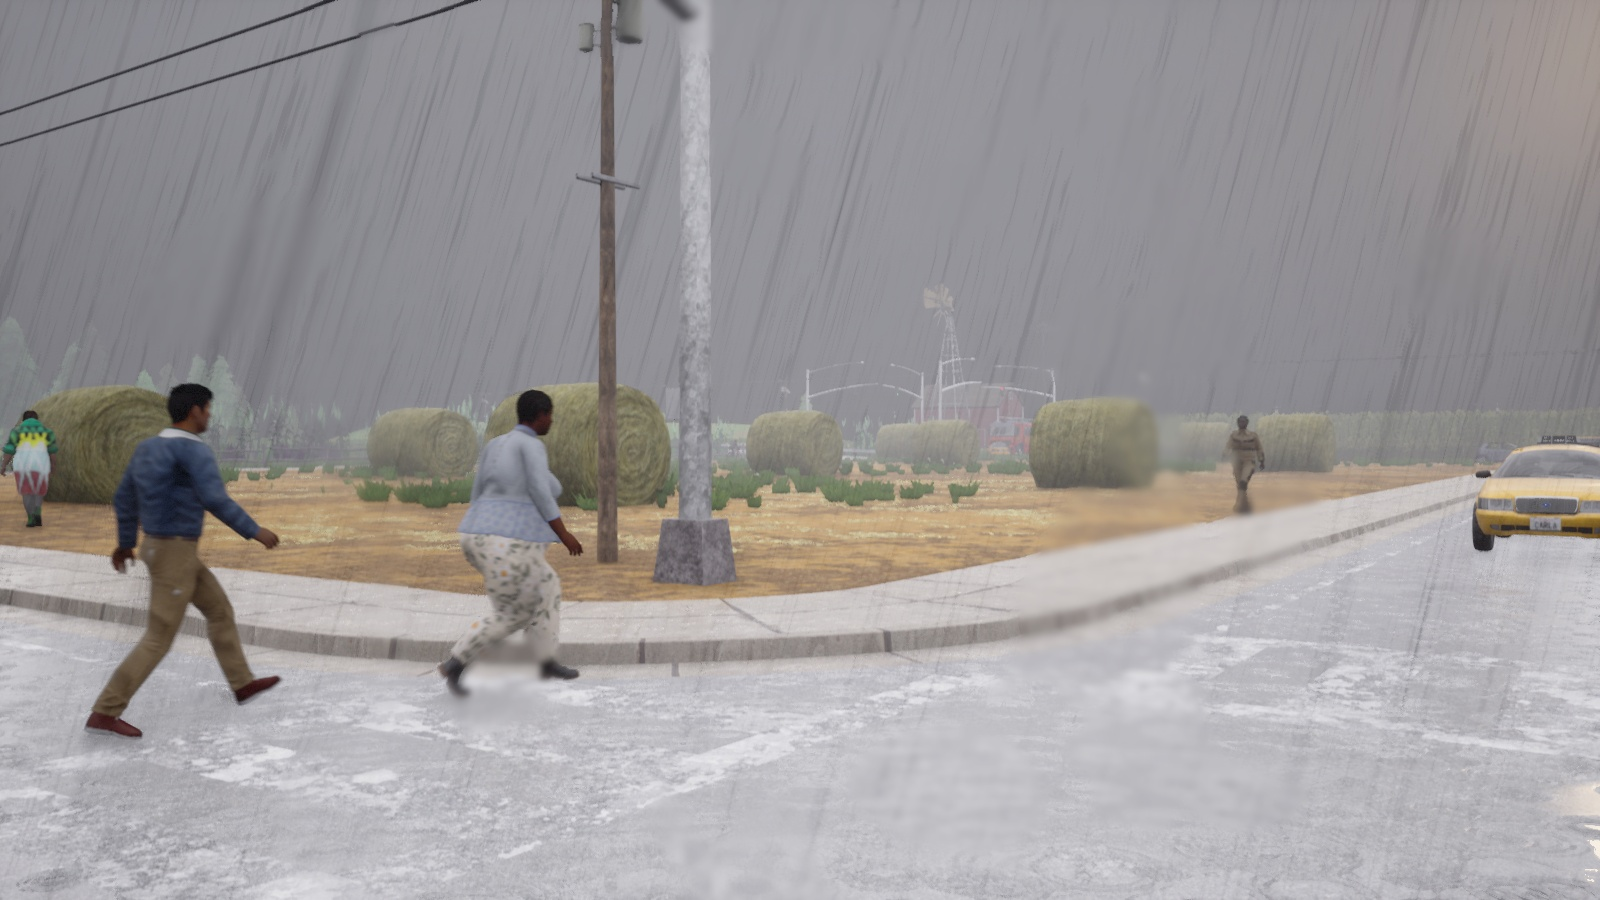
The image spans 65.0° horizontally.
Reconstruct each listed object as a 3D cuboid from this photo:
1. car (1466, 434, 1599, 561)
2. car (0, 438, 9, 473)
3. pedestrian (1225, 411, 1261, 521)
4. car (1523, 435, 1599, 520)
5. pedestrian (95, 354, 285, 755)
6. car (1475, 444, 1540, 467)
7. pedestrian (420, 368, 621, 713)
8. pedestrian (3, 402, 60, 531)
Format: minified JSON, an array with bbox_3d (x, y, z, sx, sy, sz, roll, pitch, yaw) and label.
[{"bbox_3d":[10.903,0.585,18.056,1.801,1.575,5.366,0,0,34],"label":"car"},{"bbox_3d":[-37.234,0.247,54.502,2.007,1.525,4.514,0,0,38],"label":"car"},{"bbox_3d":[7.872,0.277,22.298,0.396,1.930,0.692,0,0,37],"label":"pedestrian"},{"bbox_3d":[15.985,0.513,25.618,1.851,1.617,3.988,0,0,34],"label":"car"},{"bbox_3d":[-3.158,0.506,6.527,0.423,1.949,0.788,0,0,42],"label":"pedestrian"},{"bbox_3d":[47.503,0.373,84.294,3.633,1.501,1.845,0,0,35],"label":"car"},{"bbox_3d":[-1.648,0.483,7.361,0.900,1.855,0.874,0,0,-33],"label":"pedestrian"},{"bbox_3d":[-11.958,0.248,19.540,0.659,1.952,0.873,0,0,-38],"label":"pedestrian"}]
